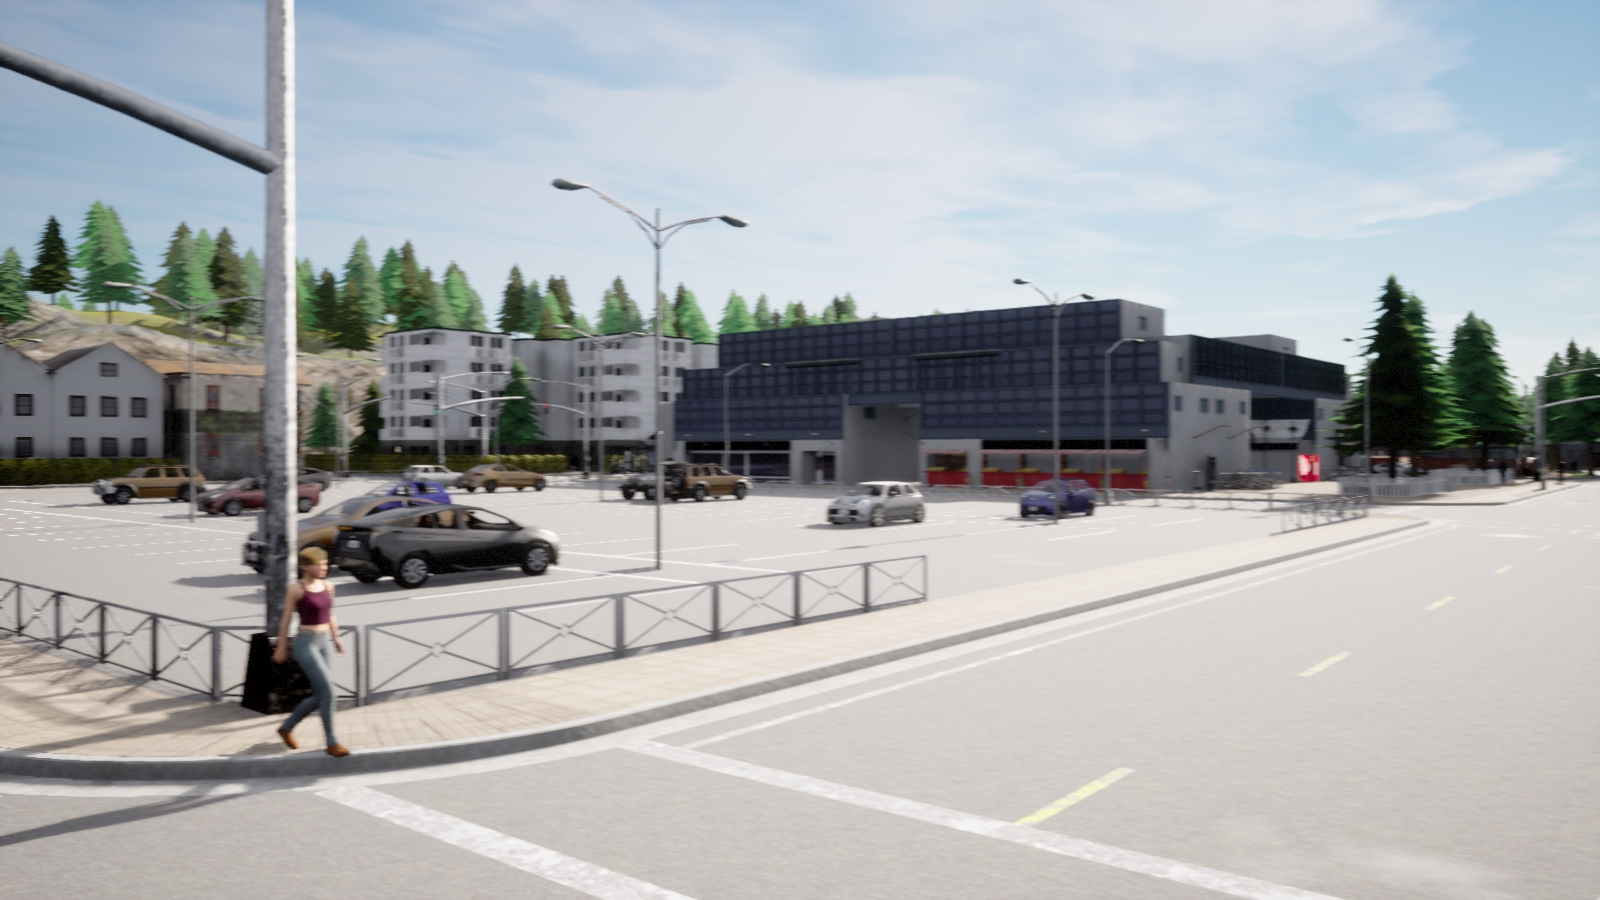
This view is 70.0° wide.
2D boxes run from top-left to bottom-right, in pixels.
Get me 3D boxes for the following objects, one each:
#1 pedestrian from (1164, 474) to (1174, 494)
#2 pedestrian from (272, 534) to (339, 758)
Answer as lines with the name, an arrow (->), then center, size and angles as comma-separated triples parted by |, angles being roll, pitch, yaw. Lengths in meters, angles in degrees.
pedestrian -> 20.296, 1.885, 62.888 | 0.500, 1.100, 0.500 | 0, 0, 19
pedestrian -> -4.287, 1.675, 9.916 | 0.375, 1.860, 0.375 | 0, 0, 22
